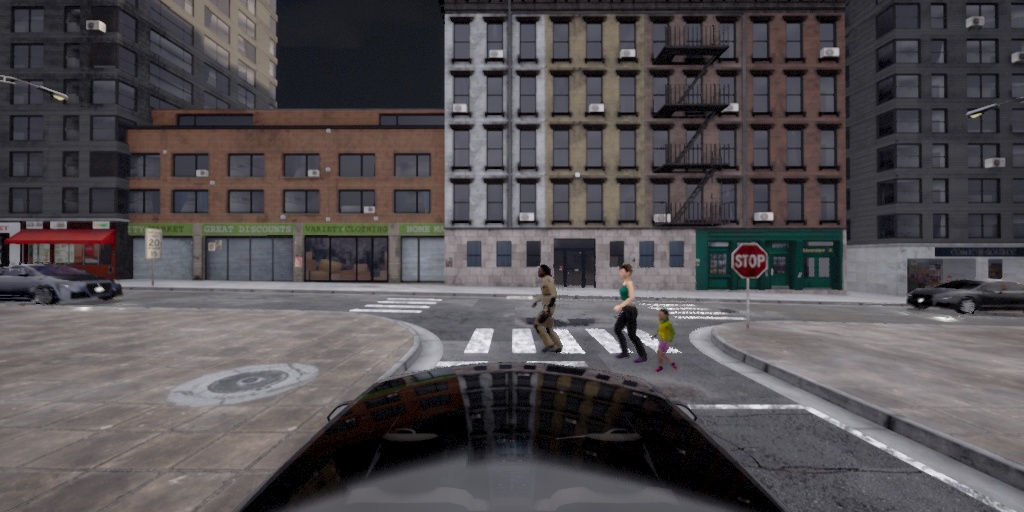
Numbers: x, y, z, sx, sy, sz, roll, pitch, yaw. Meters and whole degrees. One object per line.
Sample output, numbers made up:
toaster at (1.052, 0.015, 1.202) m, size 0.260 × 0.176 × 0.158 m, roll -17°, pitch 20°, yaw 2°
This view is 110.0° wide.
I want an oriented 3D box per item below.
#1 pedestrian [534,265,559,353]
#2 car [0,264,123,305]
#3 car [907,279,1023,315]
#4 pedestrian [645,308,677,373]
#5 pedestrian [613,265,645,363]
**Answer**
pedestrian at (0.701, 1.046, 7.335) m, size 0.375 × 1.860 × 0.375 m, roll 0°, pitch 0°, yaw 0°
car at (-17.009, 1.004, 13.060) m, size 4.181 × 1.385 × 1.994 m, roll 1°, pitch 0°, yaw 0°
car at (20.514, 1.770, 15.851) m, size 4.892 × 1.490 × 1.837 m, roll 2°, pitch 0°, yaw 0°
pedestrian at (2.673, 1.423, 6.135) m, size 0.500 × 1.100 × 0.500 m, roll 0°, pitch 0°, yaw 0°
pedestrian at (2.185, 1.043, 6.736) m, size 0.375 × 1.860 × 0.375 m, roll 0°, pitch 0°, yaw 0°
